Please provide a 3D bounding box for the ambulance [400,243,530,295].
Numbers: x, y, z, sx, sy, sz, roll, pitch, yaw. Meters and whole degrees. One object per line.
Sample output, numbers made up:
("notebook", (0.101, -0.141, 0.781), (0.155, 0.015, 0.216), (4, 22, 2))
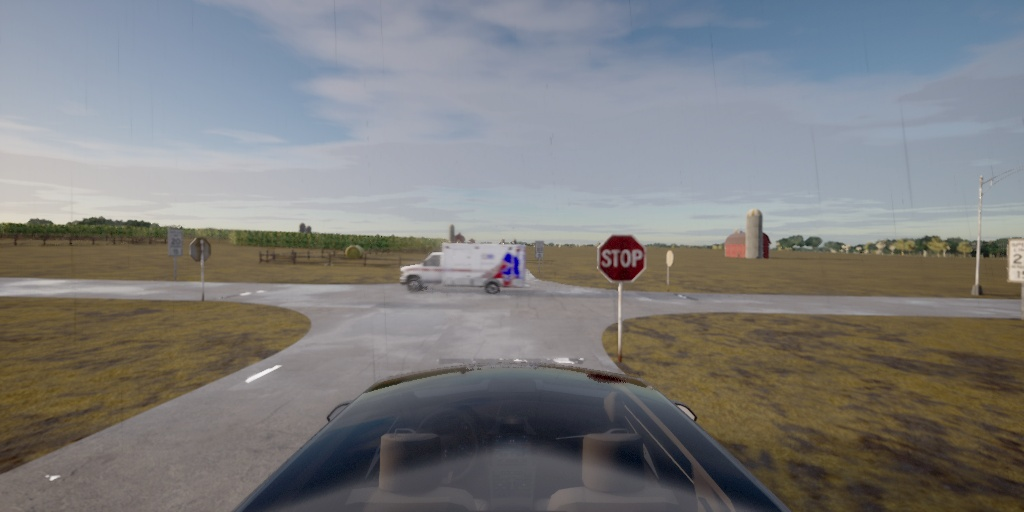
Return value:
("ambulance", (-2.288, 0.608, 18.146), (6.366, 2.431, 2.351), (1, 1, 0))
